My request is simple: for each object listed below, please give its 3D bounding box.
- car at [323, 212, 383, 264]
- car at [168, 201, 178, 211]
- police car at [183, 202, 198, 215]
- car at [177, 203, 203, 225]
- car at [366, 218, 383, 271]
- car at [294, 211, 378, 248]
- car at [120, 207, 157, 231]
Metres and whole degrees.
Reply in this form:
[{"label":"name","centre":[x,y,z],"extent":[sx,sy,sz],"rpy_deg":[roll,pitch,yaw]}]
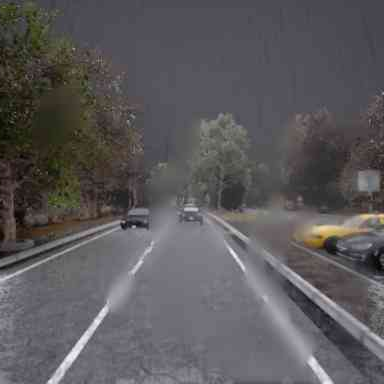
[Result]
[{"label":"car","centre":[7.030,1.507,10.261],"extent":[4.892,1.521,2.231],"rpy_deg":[0,0,0]},{"label":"car","centre":[-3.546,2.706,65.617],"extent":[2.097,1.767,4.553],"rpy_deg":[6,2,-1]},{"label":"police car","centre":[-0.187,2.240,44.715],"extent":[1.930,1.638,5.238],"rpy_deg":[0,-2,0]},{"label":"car","centre":[-0.063,1.825,27.004],"extent":[1.812,1.442,4.674],"rpy_deg":[0,-1,0]},{"label":"car","centre":[7.046,1.491,7.489],"extent":[5.008,1.535,2.097],"rpy_deg":[0,0,0]},{"label":"car","centre":[6.824,1.526,13.028],"extent":[5.366,1.575,1.946],"rpy_deg":[0,0,0]},{"label":"car","centre":[-3.483,1.759,22.618],"extent":[2.033,1.411,5.357],"rpy_deg":[0,-1,0]}]
